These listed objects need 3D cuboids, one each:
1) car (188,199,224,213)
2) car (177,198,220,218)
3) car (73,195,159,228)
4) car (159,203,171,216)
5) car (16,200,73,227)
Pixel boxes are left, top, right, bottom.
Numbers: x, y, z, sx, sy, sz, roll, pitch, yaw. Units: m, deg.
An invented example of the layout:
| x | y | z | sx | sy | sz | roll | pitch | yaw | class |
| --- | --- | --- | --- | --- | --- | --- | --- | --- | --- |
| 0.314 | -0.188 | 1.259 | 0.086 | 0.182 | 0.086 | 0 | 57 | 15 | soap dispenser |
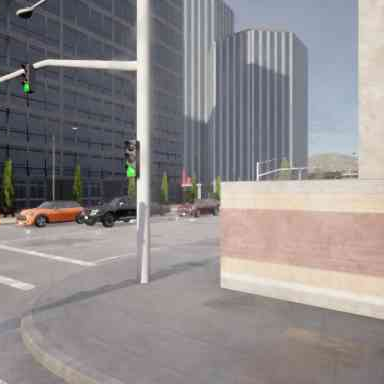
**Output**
| x | y | z | sx | sy | sz | roll | pitch | yaw | class |
| --- | --- | --- | --- | --- | --- | --- | --- | --- | --- |
| 1.750 | 1.560 | 39.094 | 1.837 | 1.490 | 4.892 | 0 | 0 | 36 | car |
| 0.584 | 1.407 | 31.485 | 2.097 | 1.767 | 4.553 | 0 | 0 | 36 | car |
| -5.145 | 1.277 | 23.516 | 2.150 | 2.045 | 5.566 | 0 | 0 | 36 | car |
| -4.175 | 1.603 | 30.864 | 2.033 | 1.411 | 5.357 | 0 | 0 | 36 | car |
| -9.701 | 1.407 | 23.169 | 2.097 | 1.767 | 4.553 | 0 | 0 | 36 | car |
